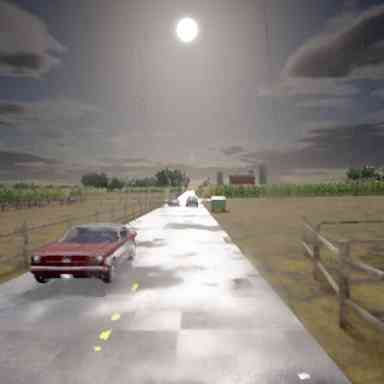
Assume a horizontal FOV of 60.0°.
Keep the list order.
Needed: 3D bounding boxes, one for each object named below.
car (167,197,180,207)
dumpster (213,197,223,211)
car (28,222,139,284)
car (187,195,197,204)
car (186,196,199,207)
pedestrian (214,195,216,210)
[{"bbox_3d":[-2.817,1.562,52.537,2.033,1.411,5.357,0,0,1],"label":"car"},{"bbox_3d":[3.120,1.431,40.490,1.020,1.700,1.940,0,0,0],"label":"dumpster"},{"bbox_3d":[-2.851,1.621,9.794,1.895,1.301,4.718,0,0,0],"label":"car"},{"bbox_3d":[-0.010,1.469,64.567,1.882,1.535,5.008,0,0,0],"label":"car"},{"bbox_3d":[0.022,1.540,52.432,1.812,1.442,4.674,0,0,0],"label":"car"},{"bbox_3d":[2.818,1.306,41.493,0.375,1.860,0.375,0,0,-15],"label":"pedestrian"}]
